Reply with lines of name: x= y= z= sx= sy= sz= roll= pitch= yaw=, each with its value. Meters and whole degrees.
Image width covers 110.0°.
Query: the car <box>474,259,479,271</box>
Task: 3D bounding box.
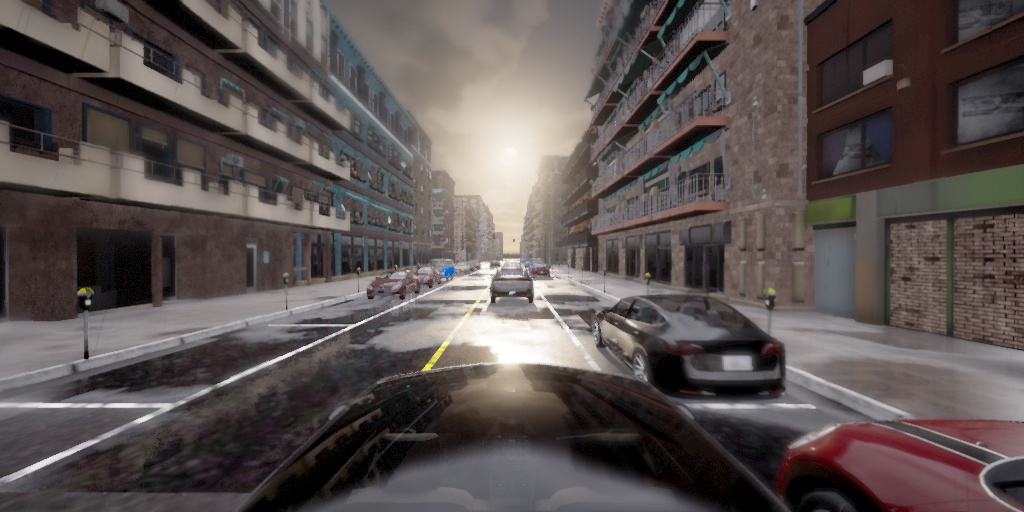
car: x=-5.690 y=1.355 z=45.998 sx=1.948 sy=1.339 sz=4.313 roll=0 pitch=0 yaw=0

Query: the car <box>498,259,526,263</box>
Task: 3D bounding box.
car: x=0.000 y=1.252 z=31.502 sx=1.882 sy=1.535 sz=5.008 roll=0 pitch=0 yaw=0

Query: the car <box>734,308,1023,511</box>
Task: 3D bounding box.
car: x=2.690 y=1.187 z=0.681 sx=1.967 sy=1.591 sz=4.097 roll=0 pitch=0 yaw=0

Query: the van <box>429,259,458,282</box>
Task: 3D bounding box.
van: x=-5.691 y=1.103 z=29.014 sx=1.690 sy=1.789 sz=3.998 roll=0 pitch=0 yaw=0

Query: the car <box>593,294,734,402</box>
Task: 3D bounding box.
car: x=2.690 y=1.312 z=6.340 sx=1.948 sy=1.339 sz=4.313 roll=0 pitch=0 yaw=0

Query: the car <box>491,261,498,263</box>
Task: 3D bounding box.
car: x=-2.999 y=1.494 z=64.473 sx=1.895 sy=1.301 sz=4.718 roll=0 pitch=0 yaw=0

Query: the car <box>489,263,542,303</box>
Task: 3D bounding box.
car: x=0.000 y=1.247 z=16.500 sx=2.128 sy=1.511 sz=4.902 roll=0 pitch=0 yaw=0

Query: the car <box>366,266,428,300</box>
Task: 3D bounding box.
car: x=-5.690 y=1.333 z=17.691 sx=1.802 sy=1.307 sz=4.207 roll=0 pitch=0 yaw=0

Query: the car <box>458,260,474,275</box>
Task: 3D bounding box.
car: x=-5.690 y=1.305 z=40.166 sx=1.751 sy=1.417 sz=4.829 roll=0 pitch=0 yaw=0

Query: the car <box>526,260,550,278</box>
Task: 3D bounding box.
car: x=2.690 y=1.315 z=34.649 sx=1.888 sy=1.381 sz=4.507 roll=0 pitch=0 yaw=0

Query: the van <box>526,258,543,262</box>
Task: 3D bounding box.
van: x=2.690 y=1.120 z=40.309 sx=1.690 sy=1.789 sz=3.998 roll=0 pitch=0 yaw=0

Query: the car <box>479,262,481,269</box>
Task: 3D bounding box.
car: x=-5.733 y=1.246 z=53.509 sx=1.967 sy=1.591 sz=4.097 roll=0 pitch=0 yaw=0

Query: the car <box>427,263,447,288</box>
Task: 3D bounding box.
car: x=-5.691 y=1.338 z=23.352 sx=1.802 sy=1.307 sz=4.207 roll=0 pitch=0 yaw=0
